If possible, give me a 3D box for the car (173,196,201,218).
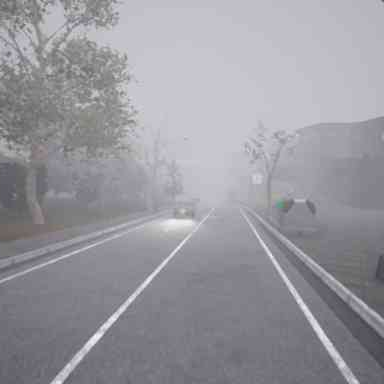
[{"bbox_3d":[-0.523,1.453,29.957,2.128,1.511,4.902,1,0,6],"label":"car"}]
